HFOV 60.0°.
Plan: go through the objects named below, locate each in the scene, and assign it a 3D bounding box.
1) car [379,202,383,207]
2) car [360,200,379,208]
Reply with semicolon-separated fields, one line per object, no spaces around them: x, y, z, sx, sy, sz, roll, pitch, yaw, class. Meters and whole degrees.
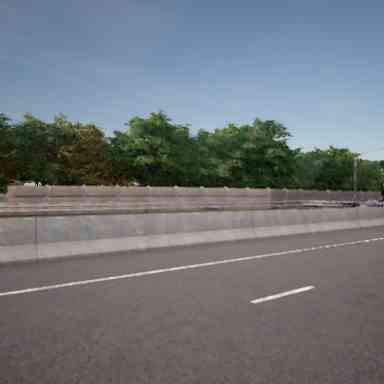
32.241;1.964;52.768;4.553;1.767;2.097;1;0;-35;car
29.905;2.134;55.389;4.674;1.442;1.812;1;0;-35;car
